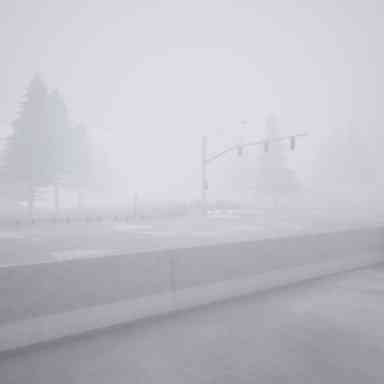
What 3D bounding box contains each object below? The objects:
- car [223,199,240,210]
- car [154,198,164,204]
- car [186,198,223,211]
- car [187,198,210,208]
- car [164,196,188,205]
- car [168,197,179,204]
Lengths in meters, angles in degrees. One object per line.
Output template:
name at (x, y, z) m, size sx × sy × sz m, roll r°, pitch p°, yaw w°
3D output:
car at (5.001, 1.854, 48.703) m, size 1.837 × 1.490 × 4.892 m, roll 1°, pitch 0°, yaw -28°
car at (-5.561, 1.963, 65.548) m, size 1.895 × 1.301 × 4.718 m, roll 1°, pitch 0°, yaw -17°
car at (1.706, 1.859, 47.365) m, size 2.033 × 1.411 × 5.357 m, roll 1°, pitch 0°, yaw -28°
car at (1.069, 1.859, 57.082) m, size 2.128 × 1.511 × 4.902 m, roll 1°, pitch 0°, yaw -22°
car at (-2.498, 1.879, 56.459) m, size 2.033 × 1.411 × 5.357 m, roll 1°, pitch 0°, yaw -22°
car at (-4.324, 1.921, 76.635) m, size 1.882 × 1.535 × 5.008 m, roll 1°, pitch 0°, yaw -11°
